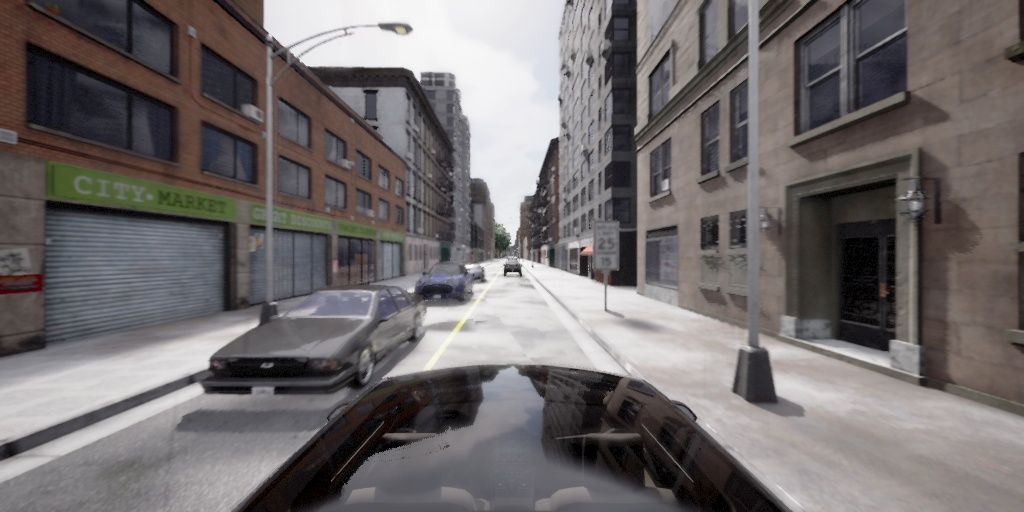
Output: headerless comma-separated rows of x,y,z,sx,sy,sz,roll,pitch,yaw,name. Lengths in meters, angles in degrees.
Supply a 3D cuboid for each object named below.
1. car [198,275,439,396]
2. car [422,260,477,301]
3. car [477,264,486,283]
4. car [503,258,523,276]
-3.097,1.297,7.126,2.033,1.411,5.357,0,0,0,car
-3.086,1.099,17.123,2.097,1.767,4.553,0,0,0,car
-3.090,1.305,28.092,1.994,1.385,4.181,0,0,-1,car
0.095,1.233,37.171,1.837,1.490,4.892,0,-2,0,car
